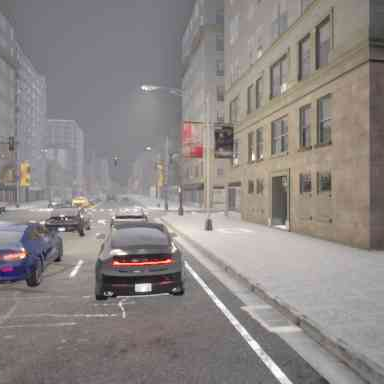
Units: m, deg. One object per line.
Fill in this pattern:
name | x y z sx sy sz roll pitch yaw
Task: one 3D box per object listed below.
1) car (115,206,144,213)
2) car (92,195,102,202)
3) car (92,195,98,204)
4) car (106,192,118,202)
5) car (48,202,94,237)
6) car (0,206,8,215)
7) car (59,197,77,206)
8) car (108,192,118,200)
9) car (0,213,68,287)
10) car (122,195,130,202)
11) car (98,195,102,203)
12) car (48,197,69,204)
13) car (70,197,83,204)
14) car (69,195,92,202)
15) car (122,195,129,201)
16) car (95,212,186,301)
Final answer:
car | -3.311 1.494 17.591 2.128 1.511 4.902 0 0 -11
car | -22.056 1.493 77.531 1.837 1.490 4.892 0 0 -11
car | -18.175 1.370 58.038 2.097 1.767 4.553 0 0 -12
car | -18.788 1.239 77.767 2.150 2.045 5.566 0 0 -11
car | -6.606 1.508 17.998 1.837 1.490 4.892 0 0 -11
car | -19.475 1.597 30.139 4.718 1.301 1.895 0 0 -11
car | -21.437 1.565 57.745 2.033 1.411 5.357 0 0 -11
car | -20.852 1.111 87.980 2.150 2.045 5.566 0 0 -11
car | -4.793 1.527 9.032 1.812 1.442 4.674 0 0 -11
car | -15.928 1.613 80.021 1.895 1.301 4.718 0 0 -11
car | -20.059 1.571 67.648 1.994 1.385 4.181 0 0 -11
car | -19.583 1.507 48.176 2.128 1.511 4.902 0 0 -14
car | -23.362 1.614 67.586 1.895 1.301 4.718 0 0 -11
car | -16.371 1.493 48.952 1.882 1.535 5.008 0 0 -11
car | -17.906 1.495 89.816 1.882 1.535 5.008 0 0 -11
car | -1.368 1.506 8.470 1.837 1.490 4.892 0 0 -11
